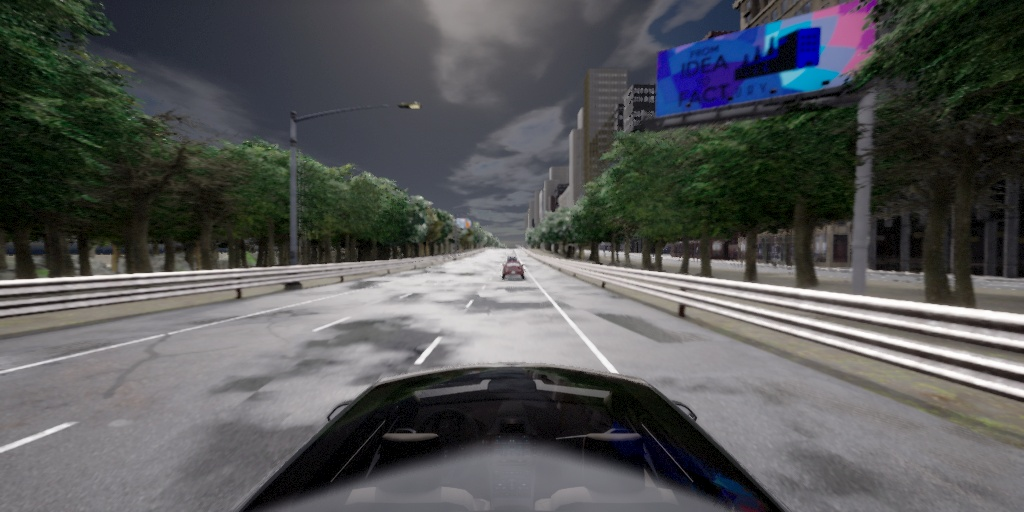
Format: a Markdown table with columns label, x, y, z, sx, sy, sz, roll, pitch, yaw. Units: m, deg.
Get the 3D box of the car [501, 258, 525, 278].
| label | x | y | z | sx | sy | sz | roll | pitch | yaw |
| --- | --- | --- | --- | --- | --- | --- | --- | --- | --- |
| car | 0.104 | 1.149 | 31.532 | 1.812 | 1.442 | 4.674 | 0 | 1 | 0 |
